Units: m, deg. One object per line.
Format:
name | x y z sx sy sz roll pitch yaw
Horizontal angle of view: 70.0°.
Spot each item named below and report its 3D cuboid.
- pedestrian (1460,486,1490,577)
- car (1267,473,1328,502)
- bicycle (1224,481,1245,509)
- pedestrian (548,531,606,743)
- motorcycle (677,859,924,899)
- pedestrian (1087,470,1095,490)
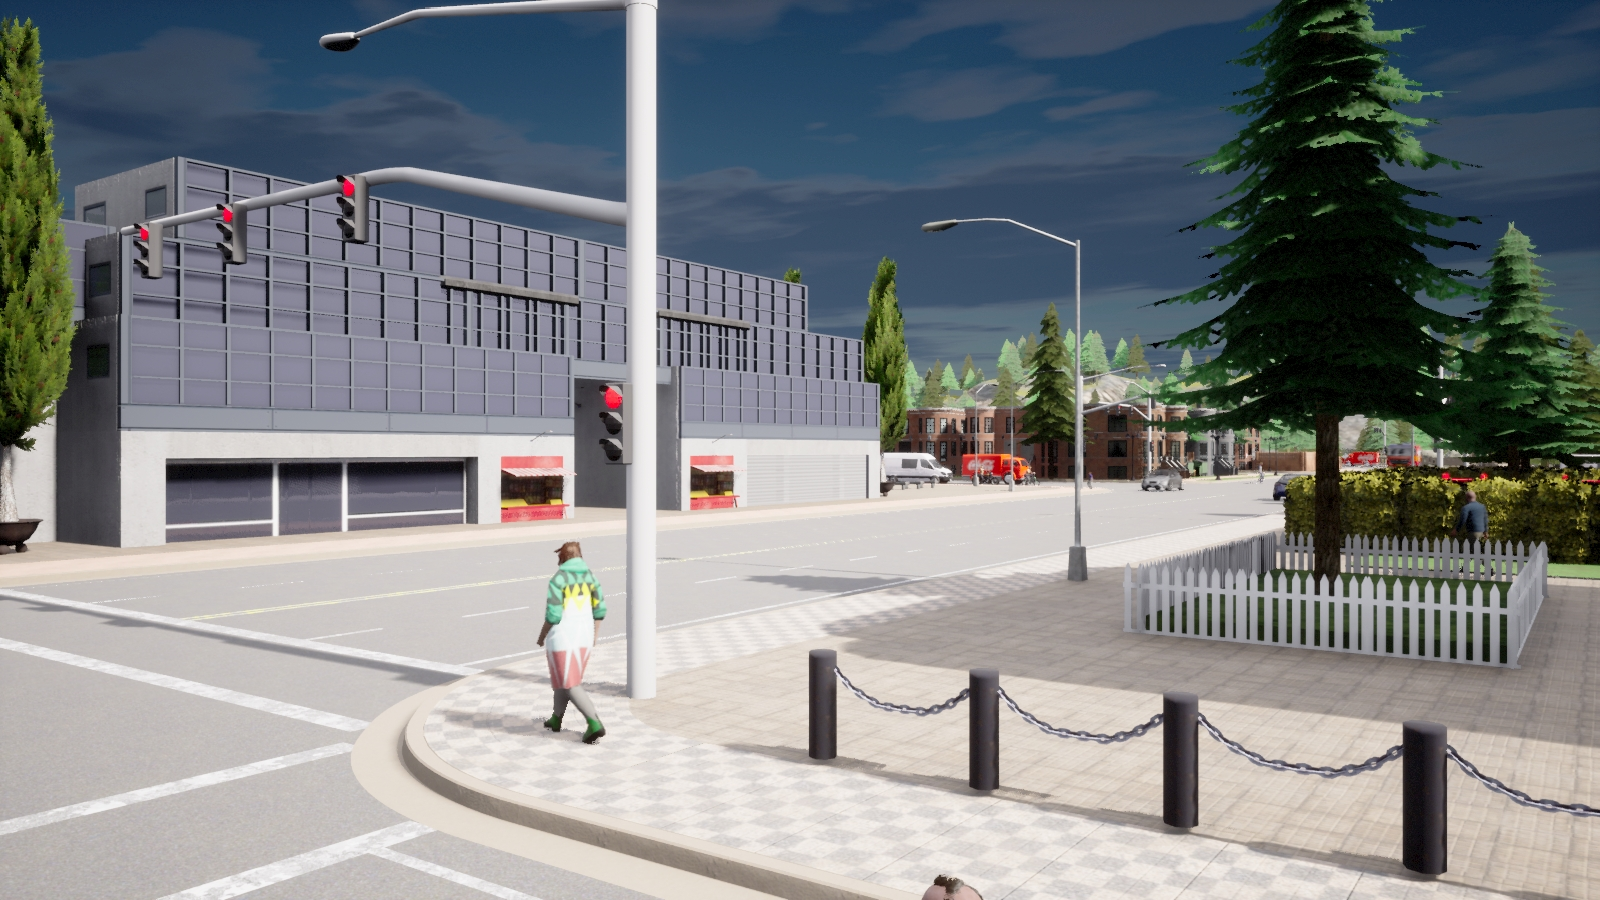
pedestrian | 14.014 1.687 23.720 0.375 1.860 0.375 0 0 -20
car | 27.765 2.063 63.661 2.163 1.488 4.792 0 0 35
bicycle | 21.069 2.158 55.423 0.859 1.276 1.487 0 0 24
pedestrian | -2.051 1.697 10.503 0.375 1.860 0.375 0 0 45
motorcycle | 0.509 2.205 3.428 2.209 1.251 0.867 0 0 35
pedestrian | 19.337 1.976 75.929 0.375 1.300 0.375 0 0 -2
